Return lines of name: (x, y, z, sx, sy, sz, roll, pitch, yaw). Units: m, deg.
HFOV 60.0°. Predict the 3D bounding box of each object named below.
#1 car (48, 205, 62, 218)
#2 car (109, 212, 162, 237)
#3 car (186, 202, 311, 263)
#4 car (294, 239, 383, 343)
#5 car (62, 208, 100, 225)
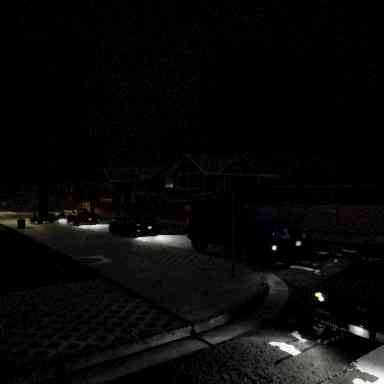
car: (-16.305, 2.306, 38.914, 2.128, 1.511, 4.902, 0, -1, -35)
car: (-3.682, 1.965, 21.209, 1.994, 1.385, 4.181, 0, -1, -37)
car: (1.948, 1.425, 13.353, 2.150, 2.045, 5.566, 0, -1, -35)
car: (4.491, 1.577, 6.198, 5.357, 1.411, 2.033, 1, -1, -36)
car: (-9.783, 2.172, 29.743, 1.994, 1.385, 4.181, 0, -1, -36)
